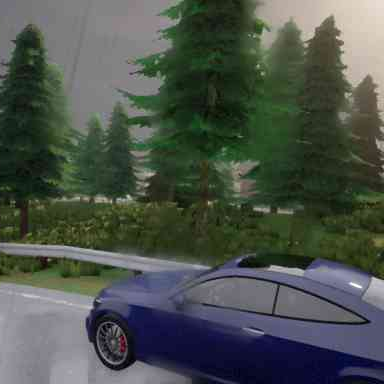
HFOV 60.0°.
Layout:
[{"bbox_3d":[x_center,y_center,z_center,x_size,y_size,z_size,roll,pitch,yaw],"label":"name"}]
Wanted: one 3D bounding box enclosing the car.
[{"bbox_3d":[0.796,1.499,4.072,4.674,1.442,1.812,1,1,31],"label":"car"}]
